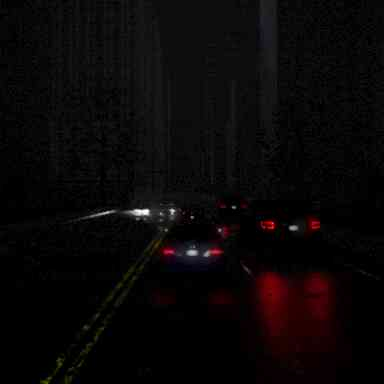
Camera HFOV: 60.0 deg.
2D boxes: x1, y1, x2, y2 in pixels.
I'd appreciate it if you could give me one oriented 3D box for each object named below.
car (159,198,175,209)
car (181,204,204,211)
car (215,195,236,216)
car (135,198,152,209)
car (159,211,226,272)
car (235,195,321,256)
[{"bbox_3d":[-3.390,1.595,45.858,1.837,1.490,4.892,0,-1,0],"label":"car"},{"bbox_3d":[0.019,1.663,28.111,1.895,1.301,4.718,0,0,0],"label":"car"},{"bbox_3d":[3.271,1.287,28.513,2.150,2.045,5.566,0,0,0],"label":"car"},{"bbox_3d":[-6.639,1.580,45.956,2.128,1.511,4.902,0,0,0],"label":"car"},{"bbox_3d":[0.024,1.575,10.819,2.033,1.411,5.357,0,0,0],"label":"car"},{"bbox_3d":[3.293,1.255,13.396,2.150,2.045,5.566,0,0,0],"label":"car"}]
